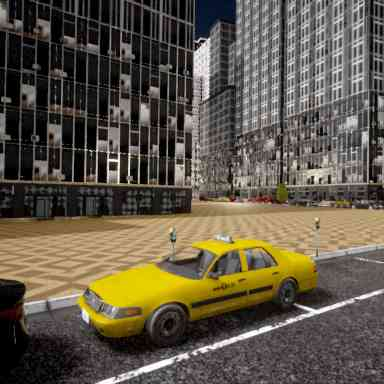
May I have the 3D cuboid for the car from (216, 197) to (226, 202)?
[{"bbox_3d":[7.890,1.853,79.278,1.752,1.417,4.829,1,-1,-22],"label":"car"}]

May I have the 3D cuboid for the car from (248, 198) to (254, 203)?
[{"bbox_3d":[15.113,2.061,82.431,1.802,1.307,4.206,1,-1,-22],"label":"car"}]

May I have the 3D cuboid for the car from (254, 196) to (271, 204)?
[{"bbox_3d":[17.226,1.762,77.252,2.192,1.841,5.009,1,-1,-22],"label":"car"}]

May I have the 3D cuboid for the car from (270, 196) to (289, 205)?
[{"bbox_3d":[16.259,1.643,58.719,1.967,1.590,4.097,1,-1,-22],"label":"car"}]

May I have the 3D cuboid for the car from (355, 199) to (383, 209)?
[{"bbox_3d":[27.767,1.841,51.340,2.008,1.369,4.403,1,-1,-22],"label":"car"}]

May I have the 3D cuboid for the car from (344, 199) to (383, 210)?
[{"bbox_3d":[22.581,1.660,43.180,2.008,1.369,4.403,1,-1,-22],"label":"car"}]

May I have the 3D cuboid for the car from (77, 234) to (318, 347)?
[{"bbox_3d":[0.399,1.529,6.315,4.829,1.417,1.752,0,1,-35],"label":"car"}]

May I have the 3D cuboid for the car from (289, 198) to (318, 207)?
[{"bbox_3d":[18.365,1.723,53.538,2.008,1.369,4.403,1,-1,-22],"label":"car"}]

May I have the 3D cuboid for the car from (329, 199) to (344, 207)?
[{"bbox_3d":[25.594,1.848,56.679,1.752,1.417,4.829,1,-1,-22],"label":"car"}]

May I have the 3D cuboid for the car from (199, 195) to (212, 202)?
[{"bbox_3d":[3.613,1.707,89.797,2.192,1.841,5.009,1,-1,-22],"label":"car"}]

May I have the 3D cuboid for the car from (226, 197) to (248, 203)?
[{"bbox_3d":[9.935,1.738,74.257,1.967,1.590,4.097,1,-1,-22],"label":"car"}]

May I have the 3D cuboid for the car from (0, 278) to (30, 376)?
[{"bbox_3d":[-3.965,1.565,3.257,4.313,1.339,1.947,0,1,-36],"label":"car"}]

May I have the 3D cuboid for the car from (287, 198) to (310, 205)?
[{"bbox_3d":[21.440,1.935,66.886,2.008,1.369,4.403,1,-1,-22],"label":"car"}]
